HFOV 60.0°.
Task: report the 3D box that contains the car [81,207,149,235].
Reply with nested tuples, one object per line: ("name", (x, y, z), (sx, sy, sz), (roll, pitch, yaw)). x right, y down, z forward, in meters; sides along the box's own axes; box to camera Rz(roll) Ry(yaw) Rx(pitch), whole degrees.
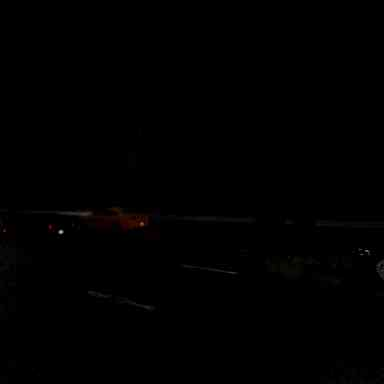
("car", (-4.865, 1.686, 20.365), (5.008, 1.535, 1.882), (-1, -1, 36))

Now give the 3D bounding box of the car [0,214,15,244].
("car", (-10.753, 1.839, 15.968), (4.718, 1.301, 1.895), (-1, -1, 36))

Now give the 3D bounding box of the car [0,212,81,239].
("car", (-8.708, 1.839, 18.808), (4.718, 1.301, 1.895), (-1, -1, 36))

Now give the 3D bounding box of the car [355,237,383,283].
("car", (6.613, 1.465, 7.873), (5.008, 1.535, 1.882), (-1, -1, 36))
